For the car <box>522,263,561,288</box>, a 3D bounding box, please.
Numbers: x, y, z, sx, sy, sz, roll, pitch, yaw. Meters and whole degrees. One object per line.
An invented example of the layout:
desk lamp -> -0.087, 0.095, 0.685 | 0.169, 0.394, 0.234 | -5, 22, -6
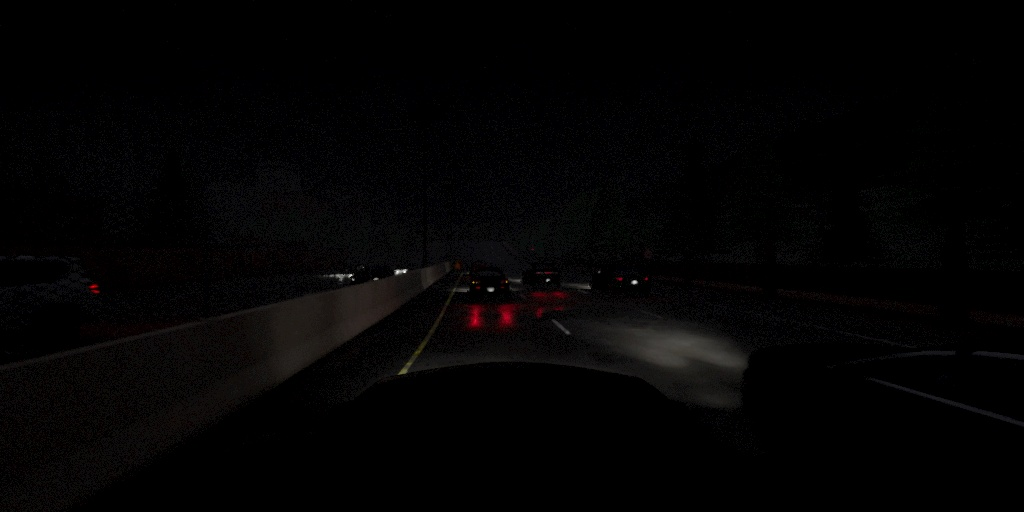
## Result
car -> 1.781, 1.184, 22.984 | 2.128, 1.511, 4.902 | 0, 0, -6

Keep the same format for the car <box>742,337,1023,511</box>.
car -> 3.511, 1.228, 2.064 | 2.128, 1.511, 4.902 | 0, 0, -1

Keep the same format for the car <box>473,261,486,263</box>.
car -> -3.304, 1.203, 36.854 | 1.812, 1.442, 4.674 | 0, 0, -6

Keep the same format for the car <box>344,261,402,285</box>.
car -> -9.096, 1.275, 23.973 | 2.033, 1.411, 5.357 | 0, 0, -6

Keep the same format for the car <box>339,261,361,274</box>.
car -> -18.023, 1.244, 40.802 | 1.812, 1.442, 4.674 | 0, 0, -6

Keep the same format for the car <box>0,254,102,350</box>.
car -> -10.779, 0.995, 6.170 | 2.150, 2.045, 5.566 | 0, 1, -3

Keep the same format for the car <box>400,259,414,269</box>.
car -> -15.891, 1.172, 53.333 | 2.128, 1.511, 4.902 | 0, 0, -6

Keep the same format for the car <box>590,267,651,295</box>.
car -> 5.701, 1.252, 19.337 | 1.994, 1.385, 4.181 | 0, 0, -6

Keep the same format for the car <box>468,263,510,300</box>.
car -> -1.149, 1.242, 17.536 | 1.812, 1.442, 4.674 | 0, 0, -6
